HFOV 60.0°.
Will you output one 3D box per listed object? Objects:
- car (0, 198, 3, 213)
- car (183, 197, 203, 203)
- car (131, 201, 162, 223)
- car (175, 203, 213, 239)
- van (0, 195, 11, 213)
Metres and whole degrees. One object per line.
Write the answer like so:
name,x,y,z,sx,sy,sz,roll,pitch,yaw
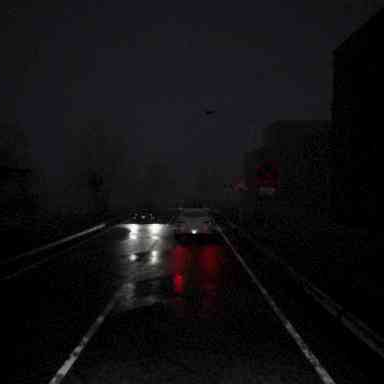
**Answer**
car,-22.136,1.587,33.149,4.792,1.488,2.163,0,0,0
car,0.112,1.253,33.005,1.882,1.535,5.008,0,5,0
car,-3.338,1.459,25.206,1.837,1.490,4.892,0,0,0
car,0.093,1.526,17.091,1.812,1.442,4.674,0,0,0
van,-21.992,1.339,35.923,4.442,1.987,1.878,0,0,0
